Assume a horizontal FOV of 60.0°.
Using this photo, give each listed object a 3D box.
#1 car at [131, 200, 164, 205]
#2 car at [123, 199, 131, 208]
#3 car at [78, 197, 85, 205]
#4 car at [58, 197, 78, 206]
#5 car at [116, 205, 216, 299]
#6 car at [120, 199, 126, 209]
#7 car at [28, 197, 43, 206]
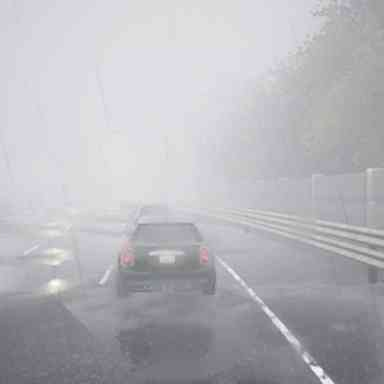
[{"bbox_3d":[-2.222,1.427,18.749,2.097,1.767,4.553,0,0,-10],"label":"car"},{"bbox_3d":[-4.715,1.667,29.633,2.033,1.411,5.357,0,0,-15],"label":"car"},{"bbox_3d":[-22.611,1.744,65.068,1.882,1.535,5.008,0,0,-36],"label":"car"},{"bbox_3d":[-22.254,1.789,58.707,2.033,1.411,5.357,0,0,-34],"label":"car"},{"bbox_3d":[-0.719,1.387,8.802,2.097,1.767,4.553,0,0,-6],"label":"car"},{"bbox_3d":[-9.374,1.741,47.959,2.033,1.411,5.357,0,0,-10],"label":"car"},{"bbox_3d":[-29.289,1.750,62.357,2.128,1.511,4.902,0,0,-37],"label":"car"}]
